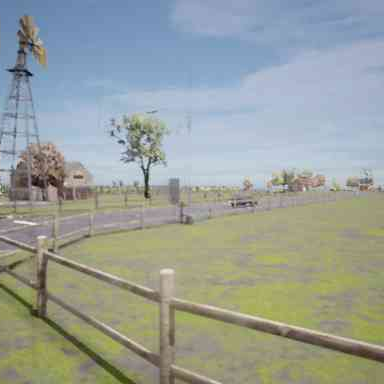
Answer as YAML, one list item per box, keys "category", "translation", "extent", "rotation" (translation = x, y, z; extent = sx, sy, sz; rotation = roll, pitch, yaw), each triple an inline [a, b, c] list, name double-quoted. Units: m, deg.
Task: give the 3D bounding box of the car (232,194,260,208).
- category: "car"
  translation: [6.471, 1.039, 39.662]
  extent: [1.837, 1.490, 4.892]
  rotation: [1, 1, 35]
